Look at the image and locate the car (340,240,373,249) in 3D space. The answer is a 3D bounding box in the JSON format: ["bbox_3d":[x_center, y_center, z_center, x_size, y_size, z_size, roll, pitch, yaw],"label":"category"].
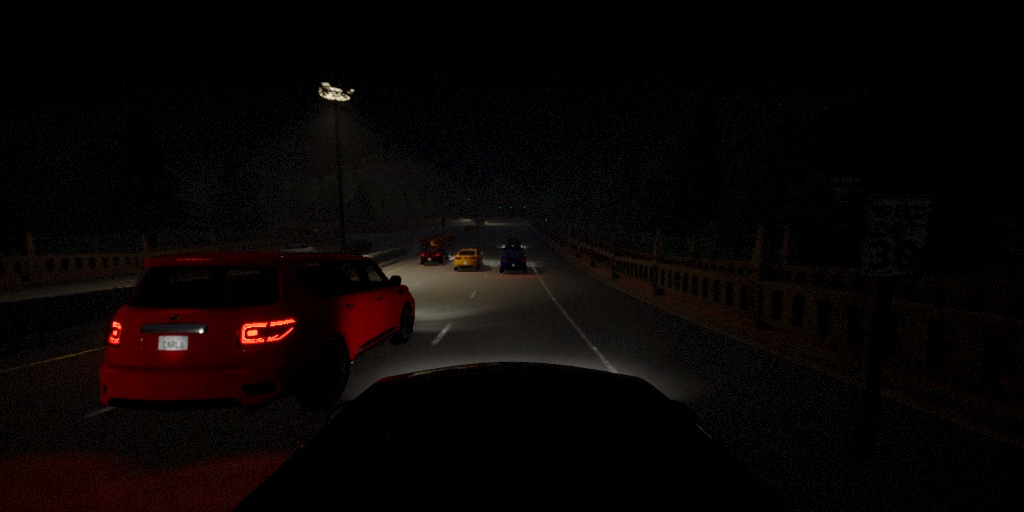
[{"bbox_3d":[-17.583,-1.106,40.639,2.033,1.411,5.357,0,7,0],"label":"car"}]

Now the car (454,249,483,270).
[{"bbox_3d":[-3.404,0.146,28.701,1.882,1.535,5.008,0,5,0],"label":"car"}]

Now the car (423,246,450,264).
[{"bbox_3d":[-6.904,-0.154,32.262,1.812,1.442,4.674,0,6,0],"label":"car"}]

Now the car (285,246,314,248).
[{"bbox_3d":[-14.101,0.494,22.766,2.097,1.767,4.553,0,4,0],"label":"car"}]

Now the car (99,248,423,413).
[{"bbox_3d":[-3.401,0.953,6.283,2.150,2.045,5.566,0,0,0],"label":"car"}]

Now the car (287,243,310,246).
[{"bbox_3d":[-21.082,-0.459,35.006,1.812,1.442,4.674,0,7,0],"label":"car"}]

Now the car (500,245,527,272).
[{"bbox_3d":[0.096,0.275,27.234,1.882,1.535,5.008,0,5,0],"label":"car"}]

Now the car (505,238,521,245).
[{"bbox_3d":[0.123,-1.483,43.933,1.994,1.385,4.181,0,7,0],"label":"car"}]
